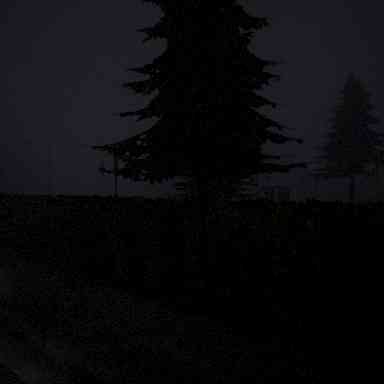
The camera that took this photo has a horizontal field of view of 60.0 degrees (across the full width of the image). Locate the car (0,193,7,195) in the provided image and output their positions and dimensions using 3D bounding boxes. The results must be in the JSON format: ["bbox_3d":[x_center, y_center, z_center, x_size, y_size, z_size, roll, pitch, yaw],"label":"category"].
[{"bbox_3d":[-23.747,1.330,41.312,5.027,1.636,2.152,0,0,-45],"label":"car"}]

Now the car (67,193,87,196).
[{"bbox_3d":[-27.208,1.153,81.623,5.027,1.636,2.152,0,0,-45],"label":"car"}]

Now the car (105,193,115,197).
[{"bbox_3d":[-15.901,1.097,70.723,4.605,1.855,1.932,0,0,-45],"label":"car"}]

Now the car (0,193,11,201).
[{"bbox_3d":[-41.799,1.097,71.665,4.605,1.855,1.932,0,0,-45],"label":"car"}]

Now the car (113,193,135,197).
[{"bbox_3d":[-10.341,1.384,54.301,3.806,1.475,1.970,0,0,-45],"label":"car"}]

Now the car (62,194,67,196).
[{"bbox_3d":[-31.941,1.232,85.969,3.806,1.475,1.970,0,0,-45],"label":"car"}]
